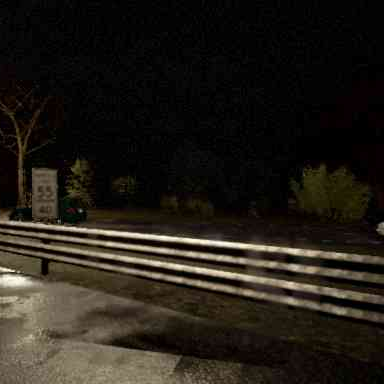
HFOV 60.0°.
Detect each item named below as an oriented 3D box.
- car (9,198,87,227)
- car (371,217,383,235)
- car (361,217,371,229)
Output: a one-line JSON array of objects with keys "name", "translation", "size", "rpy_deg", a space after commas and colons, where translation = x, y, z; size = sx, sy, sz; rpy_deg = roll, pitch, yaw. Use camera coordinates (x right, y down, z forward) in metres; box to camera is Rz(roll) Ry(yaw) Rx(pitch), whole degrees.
[{"name": "car", "translation": [-10.325, 1.427, 23.936], "size": [5.566, 2.045, 2.150], "rpy_deg": [0, 0, 16]}, {"name": "car", "translation": [12.353, 1.813, 17.406], "size": [4.674, 1.442, 1.812], "rpy_deg": [0, 0, 16]}, {"name": "car", "translation": [13.268, 1.890, 20.788], "size": [4.718, 1.301, 1.895], "rpy_deg": [0, 0, 16]}]
